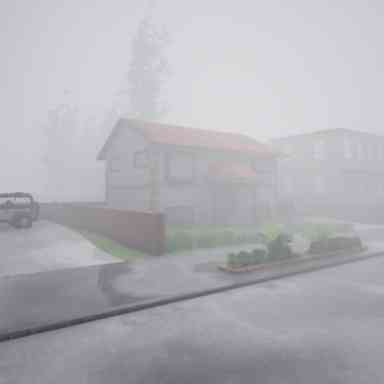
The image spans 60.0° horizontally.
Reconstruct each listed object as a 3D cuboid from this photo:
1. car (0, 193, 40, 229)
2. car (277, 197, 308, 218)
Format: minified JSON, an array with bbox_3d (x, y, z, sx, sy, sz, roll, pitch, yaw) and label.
[{"bbox_3d":[-9.708,0.976,16.639,3.866,1.878,1.905,0,0,-35],"label":"car"},{"bbox_3d":[7.030,1.157,25.800,1.845,1.501,3.633,0,0,-35],"label":"car"}]
